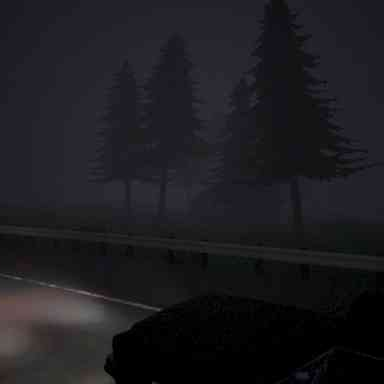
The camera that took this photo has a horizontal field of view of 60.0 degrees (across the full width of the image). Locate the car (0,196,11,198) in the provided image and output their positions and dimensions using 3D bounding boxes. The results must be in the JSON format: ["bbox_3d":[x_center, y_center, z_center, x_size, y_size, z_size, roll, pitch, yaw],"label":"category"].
[{"bbox_3d":[-36.960,1.525,61.903,2.128,1.511,4.902,0,0,17],"label":"car"}]

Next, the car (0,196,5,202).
[{"bbox_3d":[-45.192,1.552,76.366,1.994,1.385,4.181,0,0,6],"label":"car"}]

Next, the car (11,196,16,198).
[{"bbox_3d":[-38.538,1.525,72.126,2.128,1.511,4.902,0,0,10],"label":"car"}]

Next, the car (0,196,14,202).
[{"bbox_3d":[-41.872,1.595,73.841,1.895,1.301,4.718,0,0,6],"label":"car"}]

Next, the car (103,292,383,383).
[{"bbox_3d":[1.462,1.601,2.725,4.718,1.301,1.895,0,0,35],"label":"car"}]

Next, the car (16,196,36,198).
[{"bbox_3d":[-35.012,1.540,72.020,2.033,1.411,5.357,0,0,6],"label":"car"}]
